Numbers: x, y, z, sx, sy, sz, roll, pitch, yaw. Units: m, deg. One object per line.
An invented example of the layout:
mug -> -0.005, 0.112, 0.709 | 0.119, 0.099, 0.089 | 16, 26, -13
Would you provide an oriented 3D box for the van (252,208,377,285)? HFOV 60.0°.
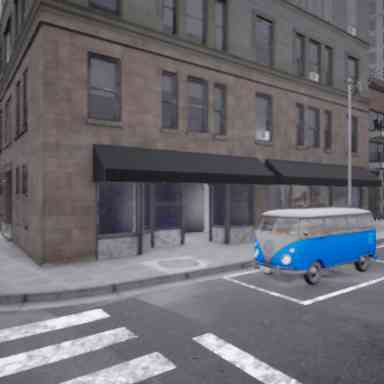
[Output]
van -> 3.470, 1.346, 9.239 | 3.998, 1.788, 1.690 | 0, 0, -35
